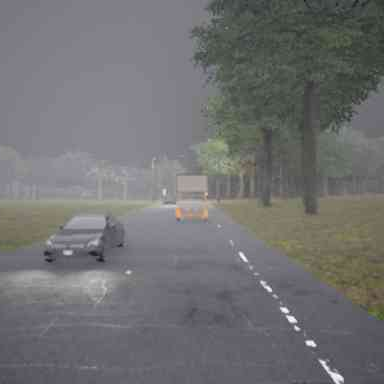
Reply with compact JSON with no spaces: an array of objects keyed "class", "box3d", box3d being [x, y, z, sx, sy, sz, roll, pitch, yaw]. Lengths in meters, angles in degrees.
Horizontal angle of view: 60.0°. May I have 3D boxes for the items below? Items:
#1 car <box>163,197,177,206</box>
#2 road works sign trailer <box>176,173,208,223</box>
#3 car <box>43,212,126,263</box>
[{"class":"car","box3d":[-3.563,1.479,54.491,1.994,1.385,4.181,0,0,0]},{"class":"road works sign trailer","box3d":[0.008,0.411,24.938,2.380,3.560,2.880,0,0,-1]},{"class":"car","box3d":[-3.600,1.498,11.983,1.812,1.442,4.674,0,0,0]}]
